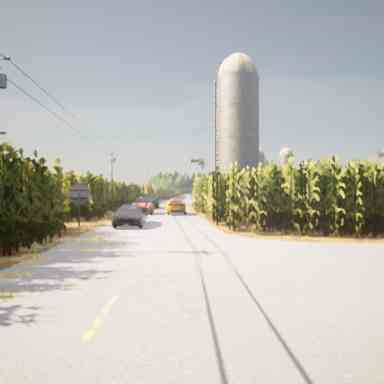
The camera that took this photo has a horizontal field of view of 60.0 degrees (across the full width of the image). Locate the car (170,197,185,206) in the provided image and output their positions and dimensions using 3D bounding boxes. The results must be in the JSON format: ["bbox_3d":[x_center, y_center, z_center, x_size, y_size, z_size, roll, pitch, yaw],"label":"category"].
[{"bbox_3d":[-2.376,1.515,56.848,2.033,1.411,5.357,0,0,3],"label":"car"}]

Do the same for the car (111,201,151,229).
[{"bbox_3d":[-4.023,1.535,21.954,2.033,1.411,5.357,0,0,-4],"label":"car"}]

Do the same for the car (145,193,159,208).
[{"bbox_3d":[-5.664,1.195,45.342,2.150,2.045,5.566,0,0,-2],"label":"car"}]

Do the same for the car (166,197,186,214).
[{"bbox_3d":[-1.697,1.457,34.955,1.882,1.535,5.008,0,0,-5],"label":"car"}]

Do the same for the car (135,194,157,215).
[{"bbox_3d":[-4.883,1.332,33.063,2.097,1.767,4.553,0,0,-5],"label":"car"}]
